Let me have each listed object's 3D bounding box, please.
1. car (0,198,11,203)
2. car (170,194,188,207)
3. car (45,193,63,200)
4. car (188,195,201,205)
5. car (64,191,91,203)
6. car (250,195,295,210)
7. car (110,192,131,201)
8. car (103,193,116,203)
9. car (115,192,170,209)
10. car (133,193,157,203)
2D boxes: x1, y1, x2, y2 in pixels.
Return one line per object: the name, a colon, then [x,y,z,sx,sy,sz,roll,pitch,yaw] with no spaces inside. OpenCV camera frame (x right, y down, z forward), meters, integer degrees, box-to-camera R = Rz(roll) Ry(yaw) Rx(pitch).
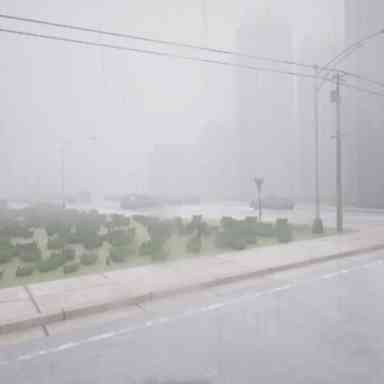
car: [-24.032,1.122,39.256,4.605,1.855,1.932,-2,1,-34]
car: [-2.966,0.938,39.082,1.882,1.535,5.008,-2,1,-34]
car: [-26.762,0.960,65.975,4.193,1.474,1.816,-2,1,-34]
car: [-0.902,0.974,42.570,1.895,1.301,4.718,-2,1,-34]
car: [-18.751,0.796,55.115,3.866,1.878,1.905,-2,1,-34]
car: [7.312,0.980,30.552,1.994,1.385,4.181,-2,1,-34]
car: [-13.054,0.788,60.211,1.882,1.535,5.008,-2,1,-34]
car: [-12.651,0.888,53.421,1.882,1.535,5.008,-2,1,-34]
car: [-5.204,1.039,35.055,4.611,1.667,2.242,-2,1,-34]
car: [-7.389,0.903,52.015,1.994,1.385,4.181,-2,1,-33]
